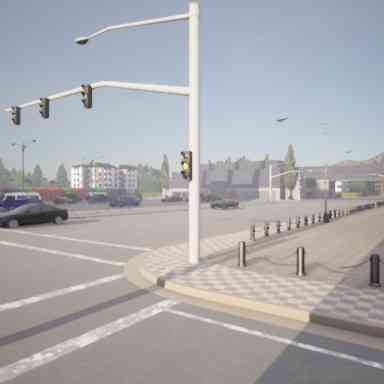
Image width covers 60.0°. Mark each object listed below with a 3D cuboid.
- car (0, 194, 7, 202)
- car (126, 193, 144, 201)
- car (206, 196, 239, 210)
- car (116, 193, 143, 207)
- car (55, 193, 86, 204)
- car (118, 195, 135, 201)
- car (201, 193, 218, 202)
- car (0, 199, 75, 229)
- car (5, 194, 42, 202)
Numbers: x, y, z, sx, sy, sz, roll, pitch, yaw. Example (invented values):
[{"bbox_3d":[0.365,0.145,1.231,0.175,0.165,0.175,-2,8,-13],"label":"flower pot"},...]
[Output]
[{"bbox_3d":[-26.277,1.393,49.267,1.784,1.438,3.905,0,0,36],"label":"car"},{"bbox_3d":[-13.758,1.181,80.407,1.905,1.878,3.866,0,0,36],"label":"car"},{"bbox_3d":[4.231,1.582,42.920,1.895,1.301,4.718,0,0,36],"label":"car"},{"bbox_3d":[-10.375,1.429,56.353,1.970,1.475,3.806,0,0,36],"label":"car"},{"bbox_3d":[-24.074,1.179,66.246,1.932,1.855,4.605,0,0,36],"label":"car"},{"bbox_3d":[-16.090,1.419,82.123,1.970,1.475,3.806,0,0,36],"label":"car"},{"bbox_3d":[4.417,1.190,67.113,1.932,1.855,4.605,0,0,36],"label":"car"},{"bbox_3d":[-10.756,1.554,22.244,1.882,1.535,5.008,0,2,36],"label":"car"},{"bbox_3d":[-23.939,1.426,47.559,1.970,1.475,3.806,0,0,36],"label":"car"}]
